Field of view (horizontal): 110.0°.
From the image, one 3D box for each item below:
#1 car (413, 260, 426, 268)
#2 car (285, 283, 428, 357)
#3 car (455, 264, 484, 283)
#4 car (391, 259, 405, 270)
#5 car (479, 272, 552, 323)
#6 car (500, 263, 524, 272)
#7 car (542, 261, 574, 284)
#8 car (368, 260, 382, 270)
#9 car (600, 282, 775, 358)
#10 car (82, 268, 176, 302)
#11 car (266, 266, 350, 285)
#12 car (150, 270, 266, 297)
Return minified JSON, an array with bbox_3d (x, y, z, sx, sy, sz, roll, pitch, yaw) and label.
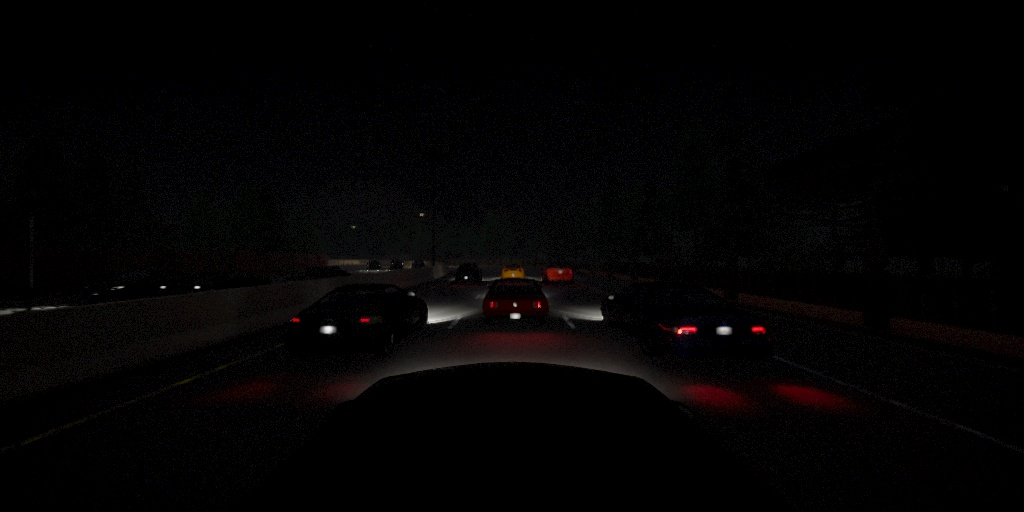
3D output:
[{"bbox_3d":[-15.695,1.471,60.772,1.882,1.535,5.008,0,0,-18],"label":"car"},{"bbox_3d":[-3.404,1.343,8.651,1.994,1.385,4.181,0,0,0],"label":"car"},{"bbox_3d":[-3.436,1.367,29.037,1.837,1.490,4.892,0,0,-1],"label":"car"},{"bbox_3d":[-18.993,1.341,59.555,2.097,1.767,4.553,0,0,-18],"label":"car"},{"bbox_3d":[0.100,1.394,12.199,1.895,1.301,4.718,0,0,0],"label":"car"},{"bbox_3d":[0.041,1.346,30.476,1.882,1.535,5.008,0,0,-1],"label":"car"},{"bbox_3d":[3.565,1.213,28.622,2.097,1.767,4.553,0,0,-1],"label":"car"},{"bbox_3d":[-22.308,1.488,58.464,1.837,1.490,4.892,0,0,-18],"label":"car"},{"bbox_3d":[3.599,1.326,8.591,2.033,1.411,5.357,0,0,0],"label":"car"},{"bbox_3d":[-17.592,1.341,17.453,1.812,1.442,4.674,0,0,0],"label":"car"},{"bbox_3d":[-10.611,1.316,19.647,2.128,1.511,4.902,0,0,0],"label":"car"},{"bbox_3d":[-14.101,1.416,17.376,1.895,1.301,4.718,0,0,0],"label":"car"}]
